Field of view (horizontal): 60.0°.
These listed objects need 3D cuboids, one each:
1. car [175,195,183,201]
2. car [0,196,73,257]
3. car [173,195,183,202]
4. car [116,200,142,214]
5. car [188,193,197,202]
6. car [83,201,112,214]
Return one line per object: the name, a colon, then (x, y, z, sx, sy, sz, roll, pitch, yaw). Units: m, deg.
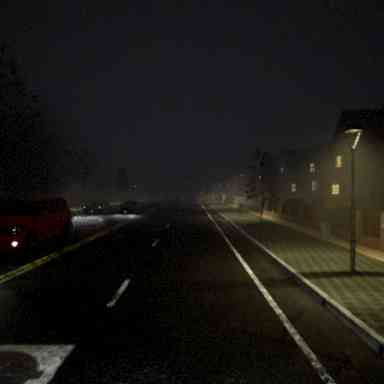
car: (-3.182, 1.476, 84.634, 1.895, 1.301, 4.718, 0, 0, 0)
car: (-6.570, 1.200, 13.157, 2.150, 2.045, 5.566, 0, 0, 0)
car: (-3.189, 1.584, 74.627, 1.895, 1.301, 4.718, 0, 0, 0)
car: (-6.477, 1.525, 34.967, 2.033, 1.411, 5.357, 0, 0, 0)
car: (0.060, 1.424, 74.036, 1.994, 1.385, 4.181, 0, 0, 0)
car: (-9.733, 1.572, 34.523, 1.895, 1.301, 4.718, 0, 0, 0)
